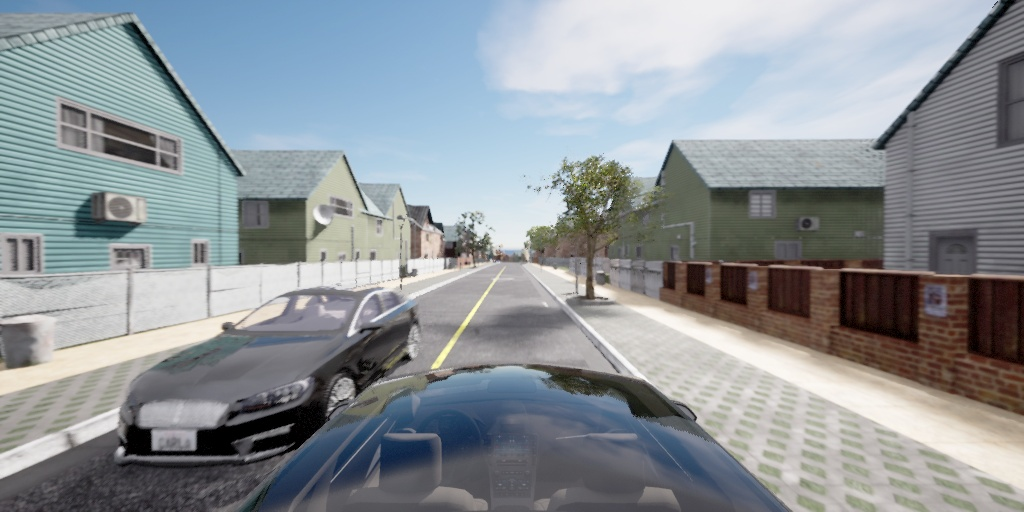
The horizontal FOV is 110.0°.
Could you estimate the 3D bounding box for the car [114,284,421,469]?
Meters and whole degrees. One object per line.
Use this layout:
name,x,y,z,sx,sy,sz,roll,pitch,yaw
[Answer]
car,-2.744,1.228,5.367,2.128,1.511,4.902,0,0,0
